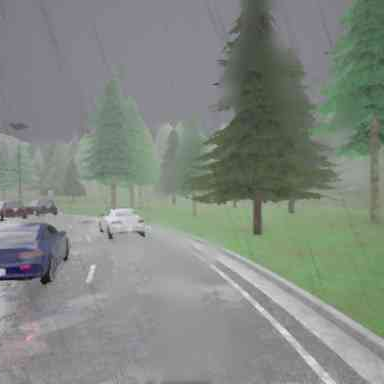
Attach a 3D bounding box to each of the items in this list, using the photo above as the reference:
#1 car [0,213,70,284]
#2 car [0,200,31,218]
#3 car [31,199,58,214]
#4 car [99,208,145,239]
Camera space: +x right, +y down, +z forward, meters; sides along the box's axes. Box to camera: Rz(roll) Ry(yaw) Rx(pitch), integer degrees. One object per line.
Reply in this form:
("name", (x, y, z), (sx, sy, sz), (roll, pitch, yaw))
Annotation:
("car", (-4.684, 1.583, 9.453), (1.812, 1.442, 4.674), (-1, 0, -13))
("car", (-16.628, 1.553, 29.984), (2.097, 1.767, 4.553), (-1, 0, -45))
("car", (-15.758, 1.540, 34.307), (4.553, 1.767, 2.097), (-1, 0, 43))
("car", (-3.800, 1.569, 17.805), (1.812, 1.442, 4.674), (-1, 0, -23))
